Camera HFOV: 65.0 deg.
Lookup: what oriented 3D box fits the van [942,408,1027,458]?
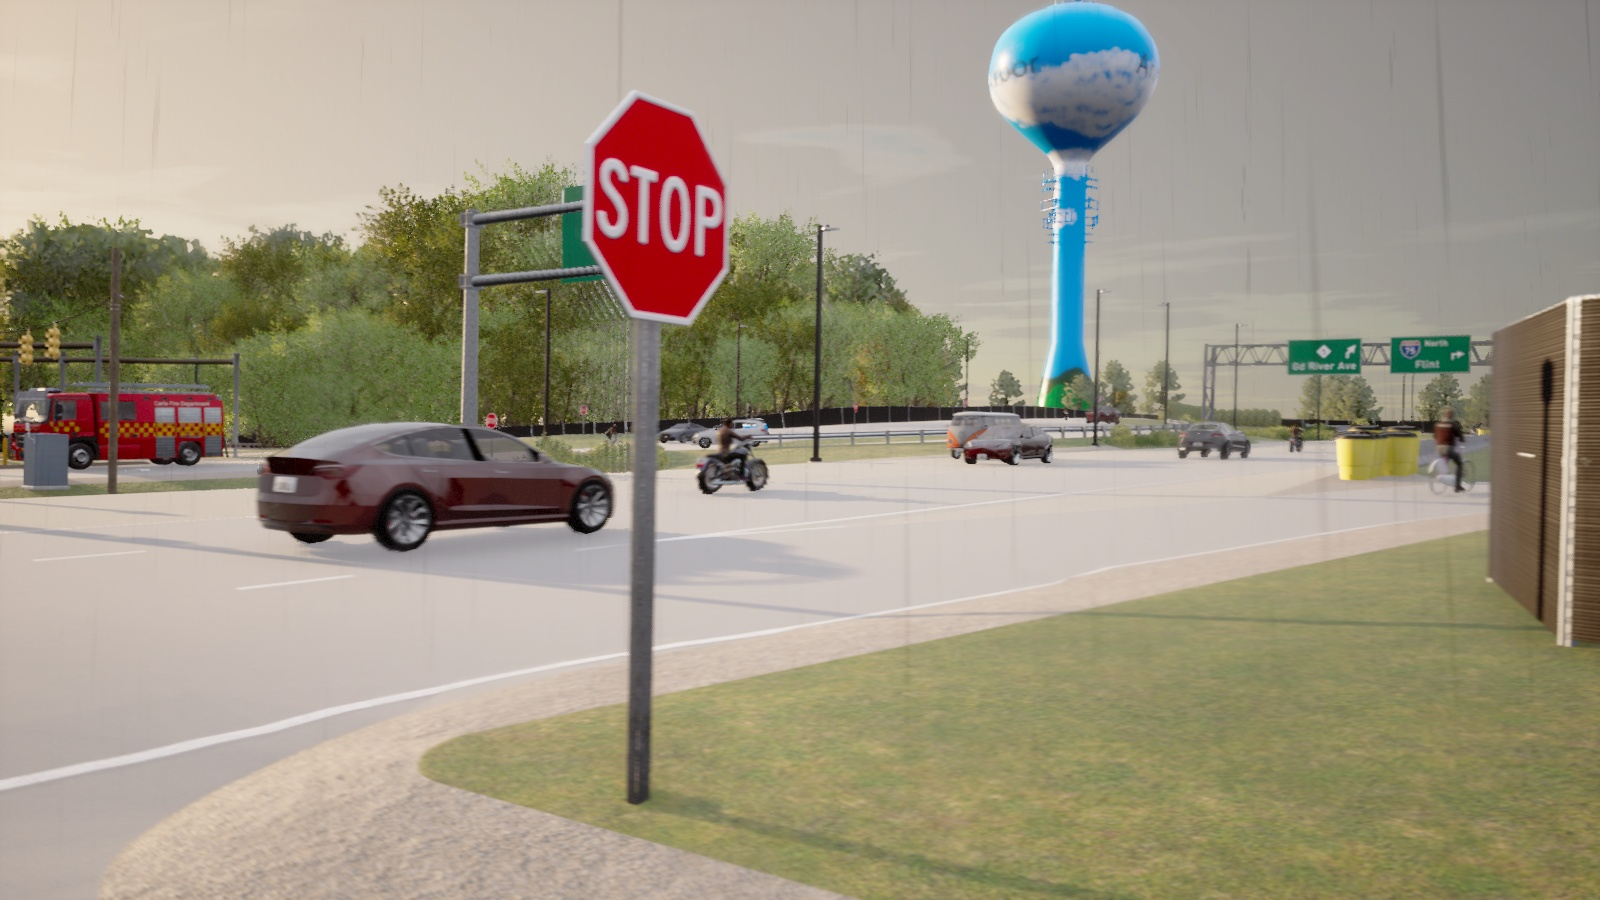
[{"bbox_3d":[7.796,-0.751,52.798,1.775,1.987,4.442,0,2,34],"label":"van"}]

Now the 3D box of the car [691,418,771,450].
[{"bbox_3d":[-4.187,-0.954,75.416,4.611,1.667,2.242,-3,0,-5],"label":"car"}]

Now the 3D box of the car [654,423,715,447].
[{"bbox_3d":[-8.124,-1.069,88.767,1.994,1.385,4.181,0,4,35],"label":"car"}]

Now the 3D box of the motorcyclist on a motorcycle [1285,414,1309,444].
[{"bbox_3d":[27.607,-1.161,69.700,0.766,1.649,2.350,0,1,34],"label":"motorcyclist on a motorcycle"}]

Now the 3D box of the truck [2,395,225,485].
[{"bbox_3d":[-31.145,-0.564,57.399,2.891,3.827,8.468,0,2,33],"label":"truck"}]

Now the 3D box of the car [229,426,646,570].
[{"bbox_3d":[-4.381,0.467,15.963,2.163,1.488,4.792,0,2,34],"label":"car"}]

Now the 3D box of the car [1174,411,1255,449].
[{"bbox_3d":[18.651,-0.925,56.391,2.152,1.651,5.027,0,2,34],"label":"car"}]

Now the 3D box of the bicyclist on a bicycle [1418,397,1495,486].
[{"bbox_3d":[13.502,-0.193,25.806,1.843,1.776,0.659,-2,2,-37],"label":"bicyclist on a bicycle"}]

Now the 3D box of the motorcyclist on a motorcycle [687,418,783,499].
[{"bbox_3d":[-1.343,0.139,26.684,0.766,1.649,2.350,0,1,34],"label":"motorcyclist on a motorcycle"}]

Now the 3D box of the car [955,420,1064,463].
[{"bbox_3d":[7.837,-0.362,46.593,2.163,1.488,4.792,0,2,34],"label":"car"}]
